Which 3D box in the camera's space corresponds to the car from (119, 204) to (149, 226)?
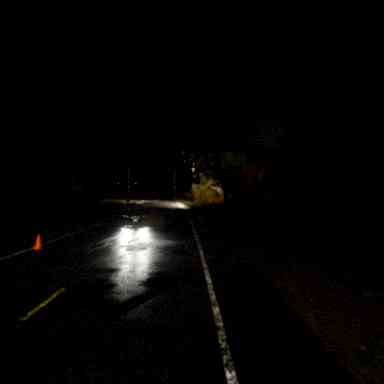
[{"bbox_3d":[-4.309,1.644,24.682,2.128,1.511,4.902,0,0,-12],"label":"car"}]
